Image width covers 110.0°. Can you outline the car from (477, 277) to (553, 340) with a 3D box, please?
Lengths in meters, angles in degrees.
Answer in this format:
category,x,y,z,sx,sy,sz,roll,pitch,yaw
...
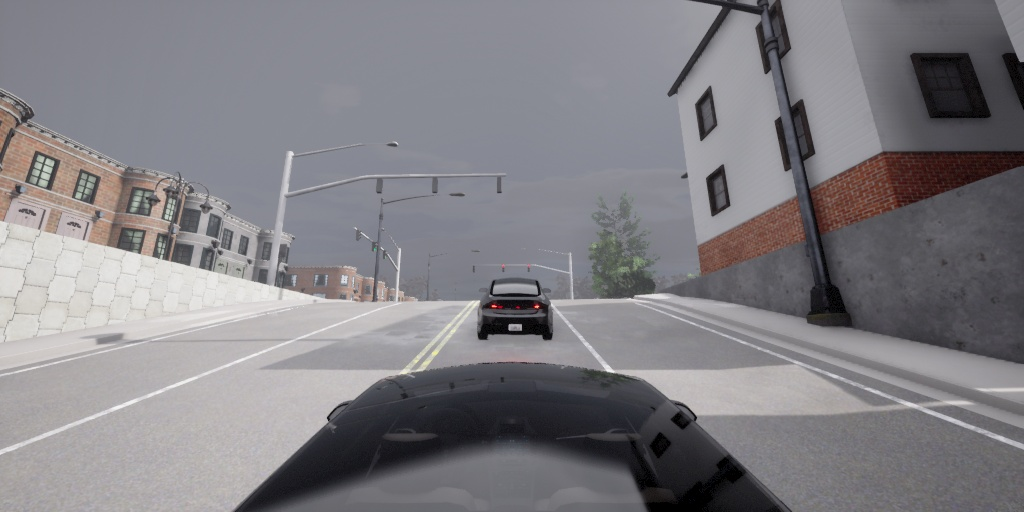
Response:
category,x,y,z,sx,sy,sz,roll,pitch,yaw
car,0.089,1.352,10.353,1.837,1.490,4.892,0,0,0

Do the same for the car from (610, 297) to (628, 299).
category,x,y,z,sx,sy,sz,roll,pitch,yaw
car,9.191,4.468,32.330,4.674,1.442,1.812,-3,-14,10
